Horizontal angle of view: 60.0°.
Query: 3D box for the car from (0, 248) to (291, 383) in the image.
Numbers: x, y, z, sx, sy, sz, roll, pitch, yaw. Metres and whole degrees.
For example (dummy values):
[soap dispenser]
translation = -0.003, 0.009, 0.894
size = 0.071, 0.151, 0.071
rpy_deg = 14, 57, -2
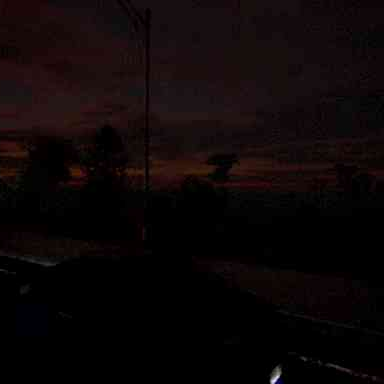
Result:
[car]
translation = -1.086, 1.506, 4.458
size = 4.674, 1.442, 1.812
rpy_deg = 1, 0, 35
